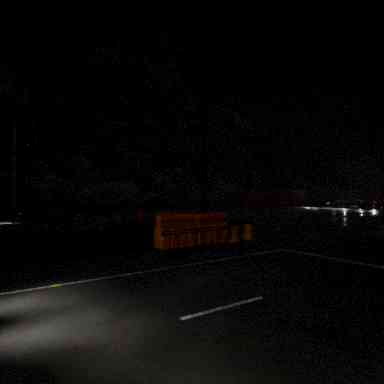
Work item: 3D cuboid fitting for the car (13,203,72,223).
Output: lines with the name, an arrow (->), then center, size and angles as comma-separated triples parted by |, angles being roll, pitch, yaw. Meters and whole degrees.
car -> -11.557, 1.562, 25.807 | 4.181, 1.385, 1.994 | 0, 0, -35

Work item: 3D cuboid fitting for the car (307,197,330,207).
car -> 18.742, 1.383, 47.502 | 5.357, 1.411, 2.033 | 0, 0, -36

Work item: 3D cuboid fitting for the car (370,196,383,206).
car -> 29.708, 1.335, 51.017 | 5.357, 1.411, 2.033 | 0, 0, -35

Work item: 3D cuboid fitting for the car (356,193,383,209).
car -> 23.285, 1.185, 42.142 | 4.553, 1.767, 2.097 | 0, 0, -35

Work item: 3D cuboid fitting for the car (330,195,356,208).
car -> 21.055, 1.360, 44.843 | 4.674, 1.442, 1.812 | 0, 0, -36

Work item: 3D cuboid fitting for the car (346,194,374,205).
car -> 26.944, 1.143, 53.341 | 4.553, 1.767, 2.097 | 0, 0, -35

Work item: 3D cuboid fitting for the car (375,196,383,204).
car -> 34.295, 1.352, 58.523 | 4.718, 1.301, 1.895 | 0, 0, -35
